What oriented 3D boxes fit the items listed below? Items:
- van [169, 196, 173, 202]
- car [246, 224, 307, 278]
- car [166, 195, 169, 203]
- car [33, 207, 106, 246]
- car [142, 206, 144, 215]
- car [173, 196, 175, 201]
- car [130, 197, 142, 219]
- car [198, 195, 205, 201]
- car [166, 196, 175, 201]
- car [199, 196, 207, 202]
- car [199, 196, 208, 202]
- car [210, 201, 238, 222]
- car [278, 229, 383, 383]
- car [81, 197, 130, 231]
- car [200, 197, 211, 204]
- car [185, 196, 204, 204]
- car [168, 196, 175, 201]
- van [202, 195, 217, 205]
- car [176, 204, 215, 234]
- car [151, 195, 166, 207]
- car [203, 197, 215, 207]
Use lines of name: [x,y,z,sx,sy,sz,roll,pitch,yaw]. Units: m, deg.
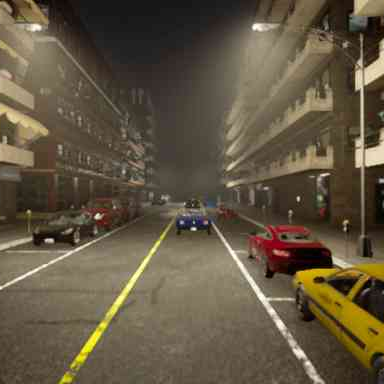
van: [-5.684,1.430,71.150,1.690,1.788,3.998,1,0,0]
car: [2.699,1.594,9.828,1.802,1.307,4.206,1,0,0]
car: [-5.685,1.640,60.007,1.947,1.339,4.313,1,0,0]
car: [-5.681,1.585,15.438,1.947,1.339,4.313,1,0,0]
car: [-5.683,1.622,32.152,1.802,1.307,4.206,1,0,0]
car: [-5.686,1.647,76.719,2.008,1.369,4.403,1,0,0]
car: [-5.679,1.348,26.581,2.192,1.841,5.009,1,0,0]
car: [2.659,1.668,93.395,2.008,1.369,4.403,1,0,0]
car: [-5.688,1.661,87.863,2.008,1.369,4.403,1,0,0]
car: [2.660,1.685,82.253,1.802,1.307,4.206,1,0,0]
car: [2.660,1.662,76.682,1.947,1.339,4.313,1,0,0]
car: [2.697,1.615,26.541,1.802,1.307,4.206,1,0,0]
car: [2.700,1.531,4.427,1.752,1.417,4.829,1,0,0]
car: [-5.678,1.341,21.009,2.192,1.841,5.009,1,0,0]
car: [2.674,1.626,65.540,1.887,1.381,4.507,1,0,0]
car: [0.097,1.597,40.152,2.033,1.411,5.357,0,0,0]
car: [-5.689,1.699,93.433,1.802,1.307,4.206,1,0,0]
van: [2.702,1.401,48.826,1.690,1.788,3.998,1,0,0]
car: [0.097,1.625,19.409,1.895,1.301,4.718,0,0,0]
car: [-5.684,1.593,54.266,1.752,1.417,4.829,1,0,0]
car: [2.703,1.593,54.567,1.752,1.417,4.829,1,0,0]
